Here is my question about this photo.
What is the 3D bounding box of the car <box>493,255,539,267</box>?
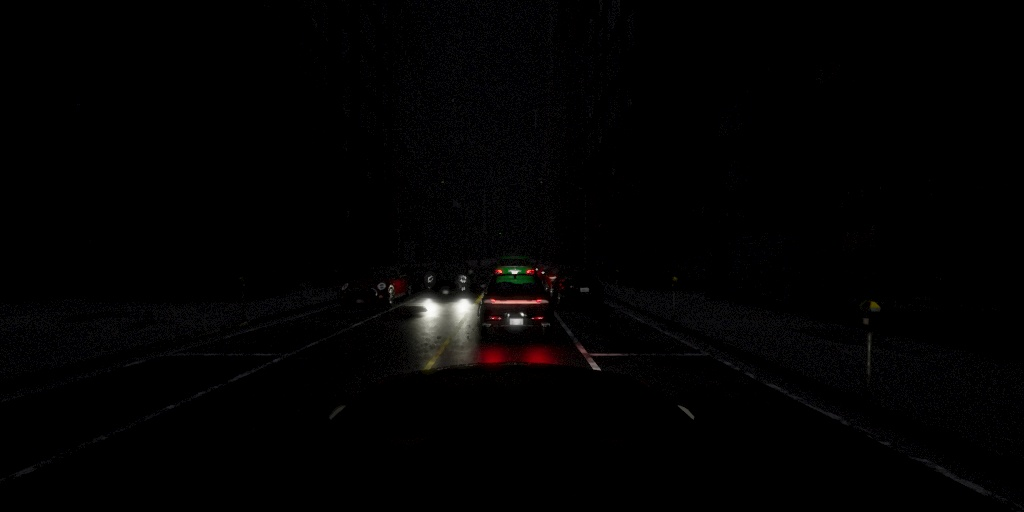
[{"bbox_3d":[0.089,0.969,20.266,2.150,2.045,5.566,0,0,-1],"label":"car"}]

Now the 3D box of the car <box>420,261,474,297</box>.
[{"bbox_3d":[-3.093,1.100,18.958,2.097,1.767,4.553,0,0,0],"label":"car"}]

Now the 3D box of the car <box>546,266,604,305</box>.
[{"bbox_3d":[2.752,1.314,15.616,1.948,1.339,4.313,0,0,0],"label":"car"}]

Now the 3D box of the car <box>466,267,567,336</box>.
[{"bbox_3d":[0.095,1.240,10.347,2.128,1.511,4.902,0,0,0],"label":"car"}]

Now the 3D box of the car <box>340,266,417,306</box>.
[{"bbox_3d":[-5.774,1.188,15.610,1.967,1.591,4.097,0,0,0],"label":"car"}]

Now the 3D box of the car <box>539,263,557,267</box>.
[{"bbox_3d":[2.748,1.293,21.121,1.888,1.381,4.507,0,0,0],"label":"car"}]

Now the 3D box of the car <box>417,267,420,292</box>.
[{"bbox_3d":[-5.778,1.314,21.116,1.948,1.339,4.313,0,0,0],"label":"car"}]
